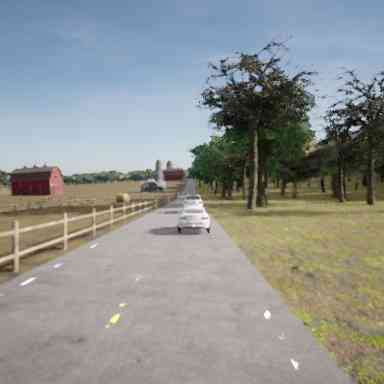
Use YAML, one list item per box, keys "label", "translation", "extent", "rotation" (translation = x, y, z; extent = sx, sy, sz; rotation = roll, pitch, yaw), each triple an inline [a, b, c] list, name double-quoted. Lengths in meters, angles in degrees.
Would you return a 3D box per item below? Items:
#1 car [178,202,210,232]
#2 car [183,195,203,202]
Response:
- label: "car"
  translation: [0.110, 1.566, 20.100]
  extent: [1.812, 1.442, 4.674]
  rotation: [0, 0, 0]
- label: "car"
  translation: [0.118, 1.320, 39.434]
  extent: [2.150, 2.045, 5.566]
  rotation: [0, 0, 0]
